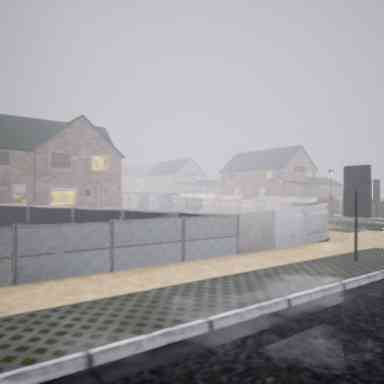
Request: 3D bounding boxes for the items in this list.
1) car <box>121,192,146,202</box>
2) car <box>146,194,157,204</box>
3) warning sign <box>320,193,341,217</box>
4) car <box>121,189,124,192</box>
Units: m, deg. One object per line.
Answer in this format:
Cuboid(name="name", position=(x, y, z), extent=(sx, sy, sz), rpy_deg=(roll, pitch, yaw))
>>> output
Cuboid(name="car", position=(-8.556, 0.995, 45.492), extent=(1.895, 1.301, 4.718), rpy_deg=(1, 0, -36))
Cuboid(name="car", position=(-6.992, 0.961, 48.195), extent=(2.033, 1.411, 5.357), rpy_deg=(1, 0, -35))
Cuboid(name="warning sign", position=(11.329, 1.033, 27.185), extent=(1.300, 1.860, 1.060), rpy_deg=(0, 0, -36))
Cuboid(name="car", position=(-13.377, 0.483, 56.918), extent=(2.150, 2.045, 5.566), rpy_deg=(1, 0, -36))
